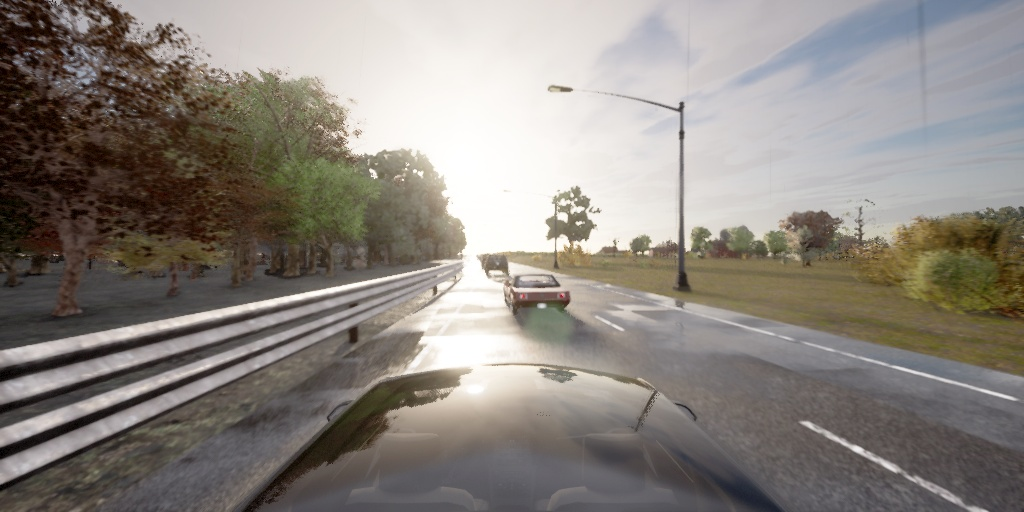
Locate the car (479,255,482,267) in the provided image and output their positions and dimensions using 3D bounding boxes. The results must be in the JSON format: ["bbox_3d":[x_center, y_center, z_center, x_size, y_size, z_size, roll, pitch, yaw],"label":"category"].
[{"bbox_3d":[-3.416,0.685,52.702,2.150,2.045,5.566,0,0,-6],"label":"car"}]

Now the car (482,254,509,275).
[{"bbox_3d":[-1.581,0.788,35.369,2.150,2.045,5.566,0,0,-6],"label":"car"}]

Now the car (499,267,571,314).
[{"bbox_3d":[0.726,1.289,13.605,1.895,1.301,4.718,0,0,-6],"label":"car"}]
